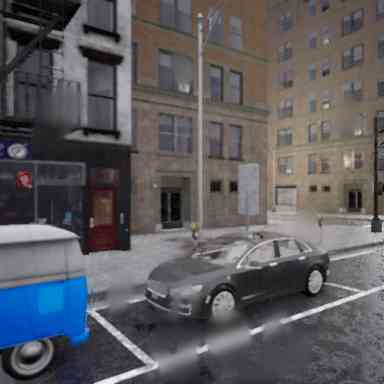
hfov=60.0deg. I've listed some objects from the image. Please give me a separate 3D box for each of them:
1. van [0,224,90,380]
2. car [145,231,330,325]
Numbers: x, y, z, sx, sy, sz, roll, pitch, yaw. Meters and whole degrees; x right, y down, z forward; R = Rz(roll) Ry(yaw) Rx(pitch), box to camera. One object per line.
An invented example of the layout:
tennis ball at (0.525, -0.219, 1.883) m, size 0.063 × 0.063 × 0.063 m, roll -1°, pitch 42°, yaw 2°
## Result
van at (-3.262, 1.341, 3.865) m, size 3.998 × 1.788 × 1.690 m, roll 0°, pitch 0°, yaw -35°
car at (1.141, 1.549, 7.003) m, size 4.403 × 1.369 × 2.008 m, roll 0°, pitch 0°, yaw -35°
